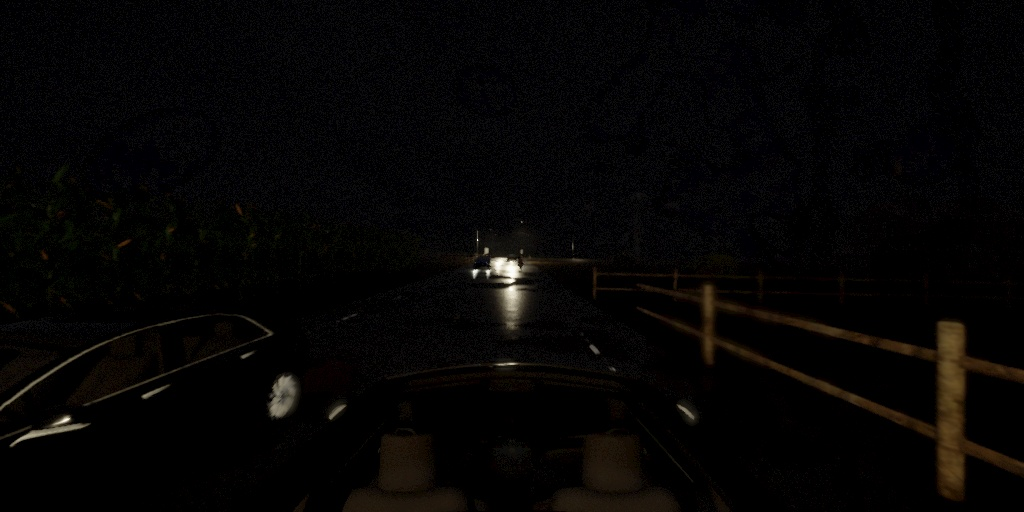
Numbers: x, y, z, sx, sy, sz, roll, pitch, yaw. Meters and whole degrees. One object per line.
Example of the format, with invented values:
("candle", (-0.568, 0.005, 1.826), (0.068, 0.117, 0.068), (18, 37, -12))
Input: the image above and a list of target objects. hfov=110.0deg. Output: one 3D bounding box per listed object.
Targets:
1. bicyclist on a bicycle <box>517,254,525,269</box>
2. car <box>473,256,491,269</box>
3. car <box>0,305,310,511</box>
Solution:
("bicyclist on a bicycle", (0.962, 0.806, 38.246), (0.866, 1.612, 1.509), (0, 0, 0))
("car", (-3.582, 0.753, 43.774), (1.882, 1.535, 5.008), (0, 1, 0))
("car", (-3.597, 1.253, 2.815), (1.837, 1.490, 4.892), (0, 0, 0))
